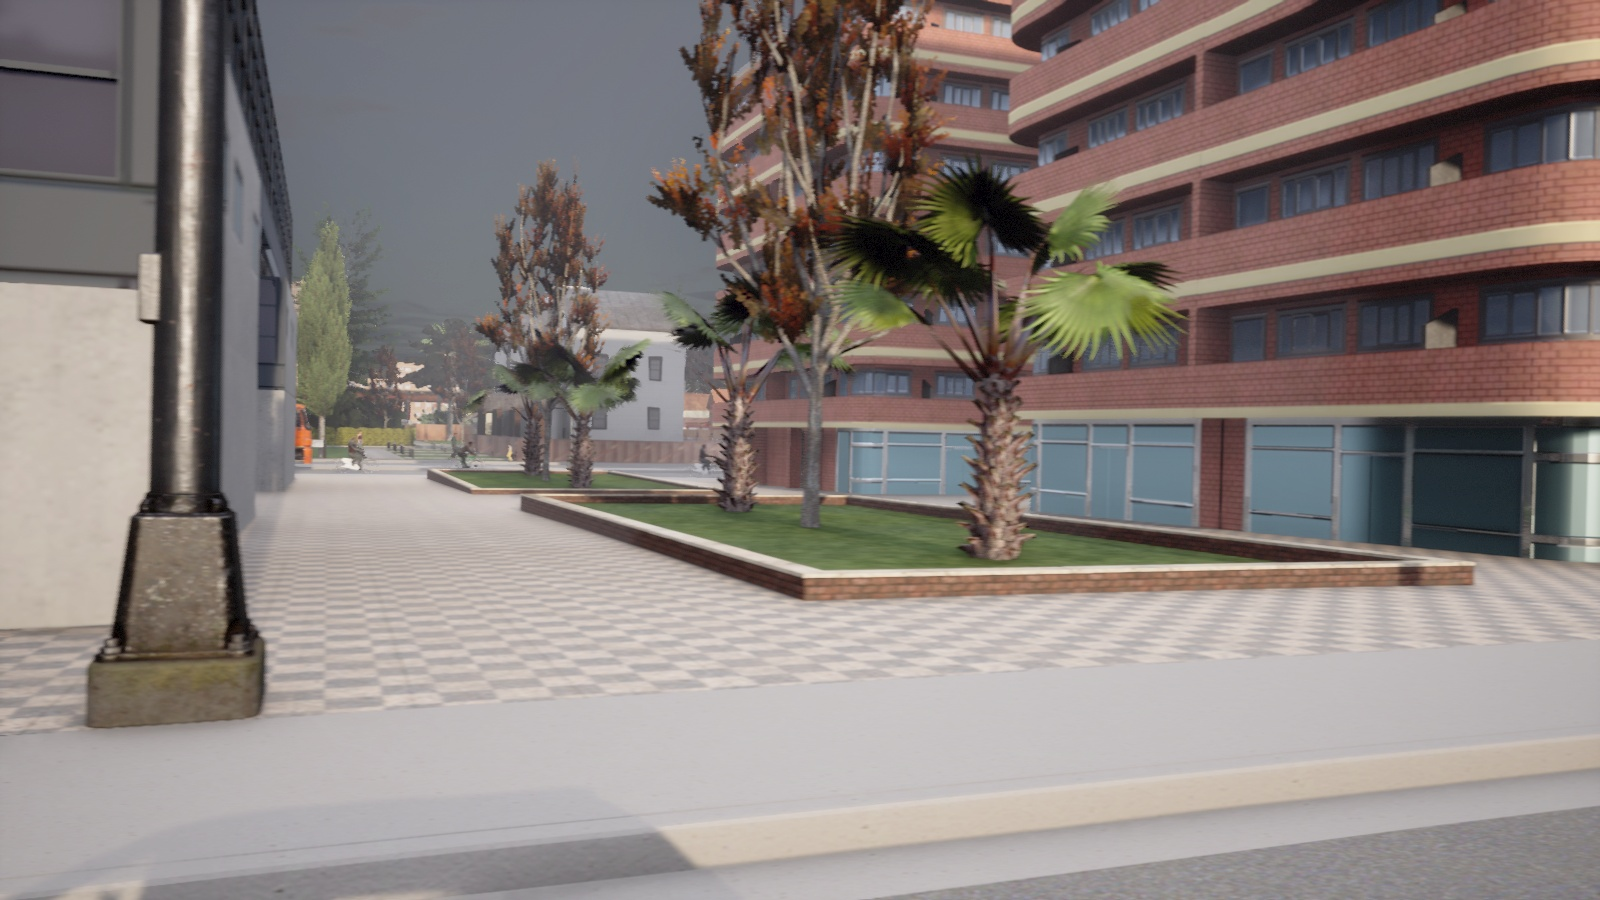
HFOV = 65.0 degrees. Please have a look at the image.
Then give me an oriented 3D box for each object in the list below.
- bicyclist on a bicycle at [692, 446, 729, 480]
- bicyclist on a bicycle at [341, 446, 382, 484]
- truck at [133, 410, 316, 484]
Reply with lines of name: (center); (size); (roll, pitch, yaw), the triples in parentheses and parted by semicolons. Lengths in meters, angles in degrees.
bicyclist on a bicycle: (-4.745, 0.681, 66.483); (1.843, 1.776, 0.659); (0, 1, -21)
bicyclist on a bicycle: (-21.025, 0.720, 60.233); (1.843, 1.776, 0.659); (0, 1, -21)
truck: (-27.907, -0.159, 61.331); (7.936, 3.462, 2.891); (0, 1, -21)
